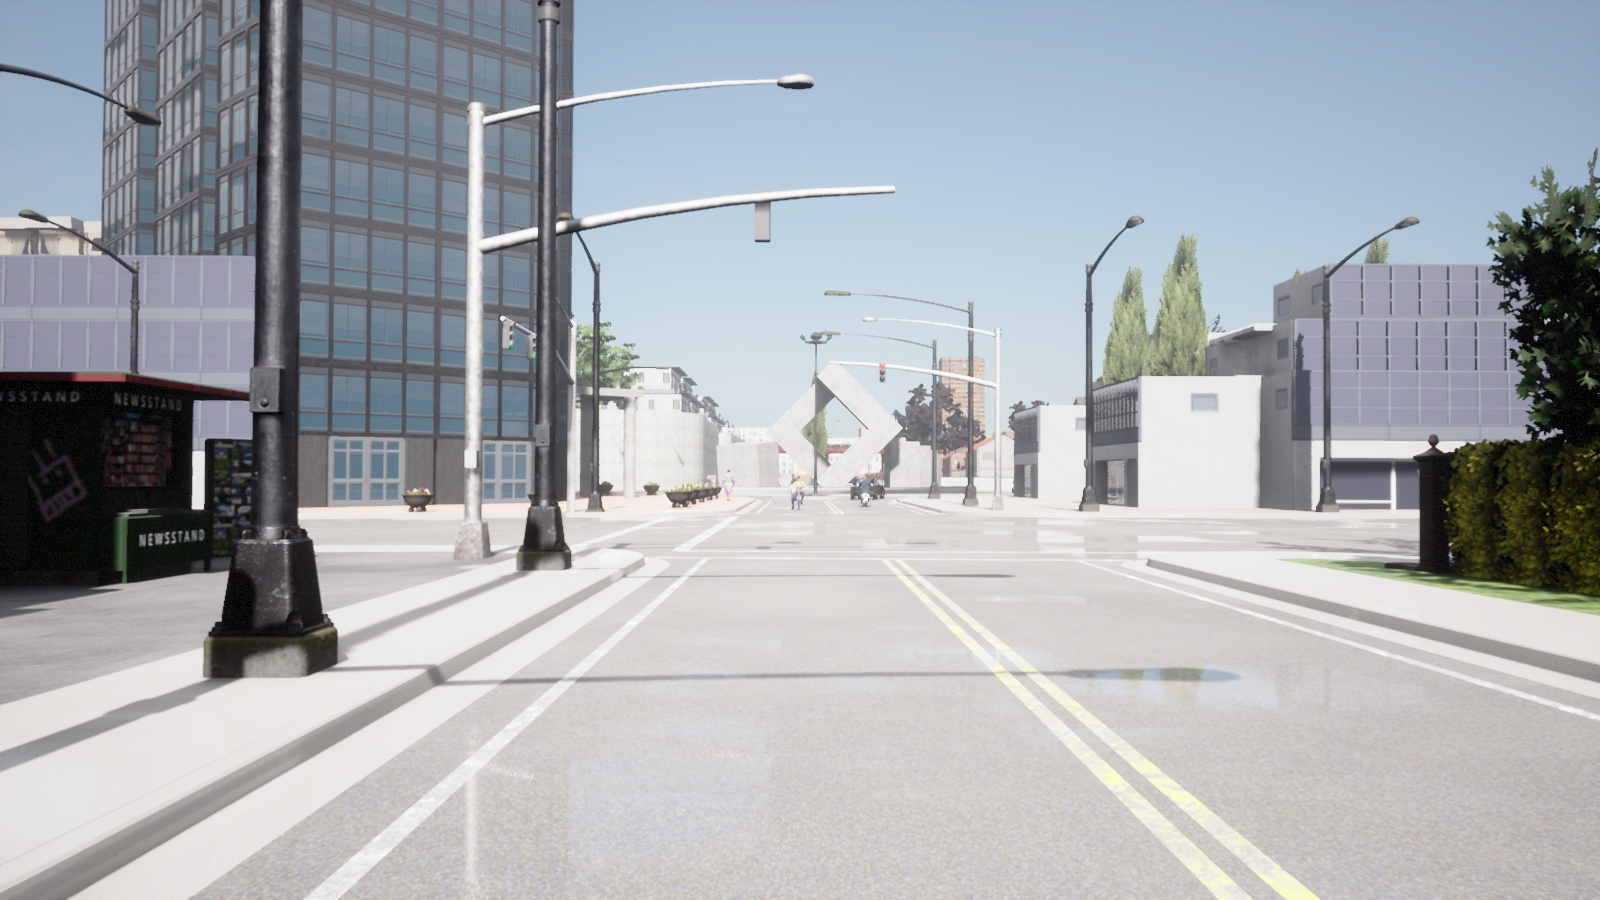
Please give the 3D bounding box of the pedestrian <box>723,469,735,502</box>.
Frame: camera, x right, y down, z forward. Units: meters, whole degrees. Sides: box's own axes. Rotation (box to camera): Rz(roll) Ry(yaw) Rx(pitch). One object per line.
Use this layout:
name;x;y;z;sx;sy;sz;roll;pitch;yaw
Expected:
pedestrian;-4.142;2.068;73.162;0.659;1.952;0.873;0;-1;0

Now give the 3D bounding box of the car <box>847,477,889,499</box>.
car;4.799;2.641;87.938;2.128;1.511;4.902;-1;-1;13
